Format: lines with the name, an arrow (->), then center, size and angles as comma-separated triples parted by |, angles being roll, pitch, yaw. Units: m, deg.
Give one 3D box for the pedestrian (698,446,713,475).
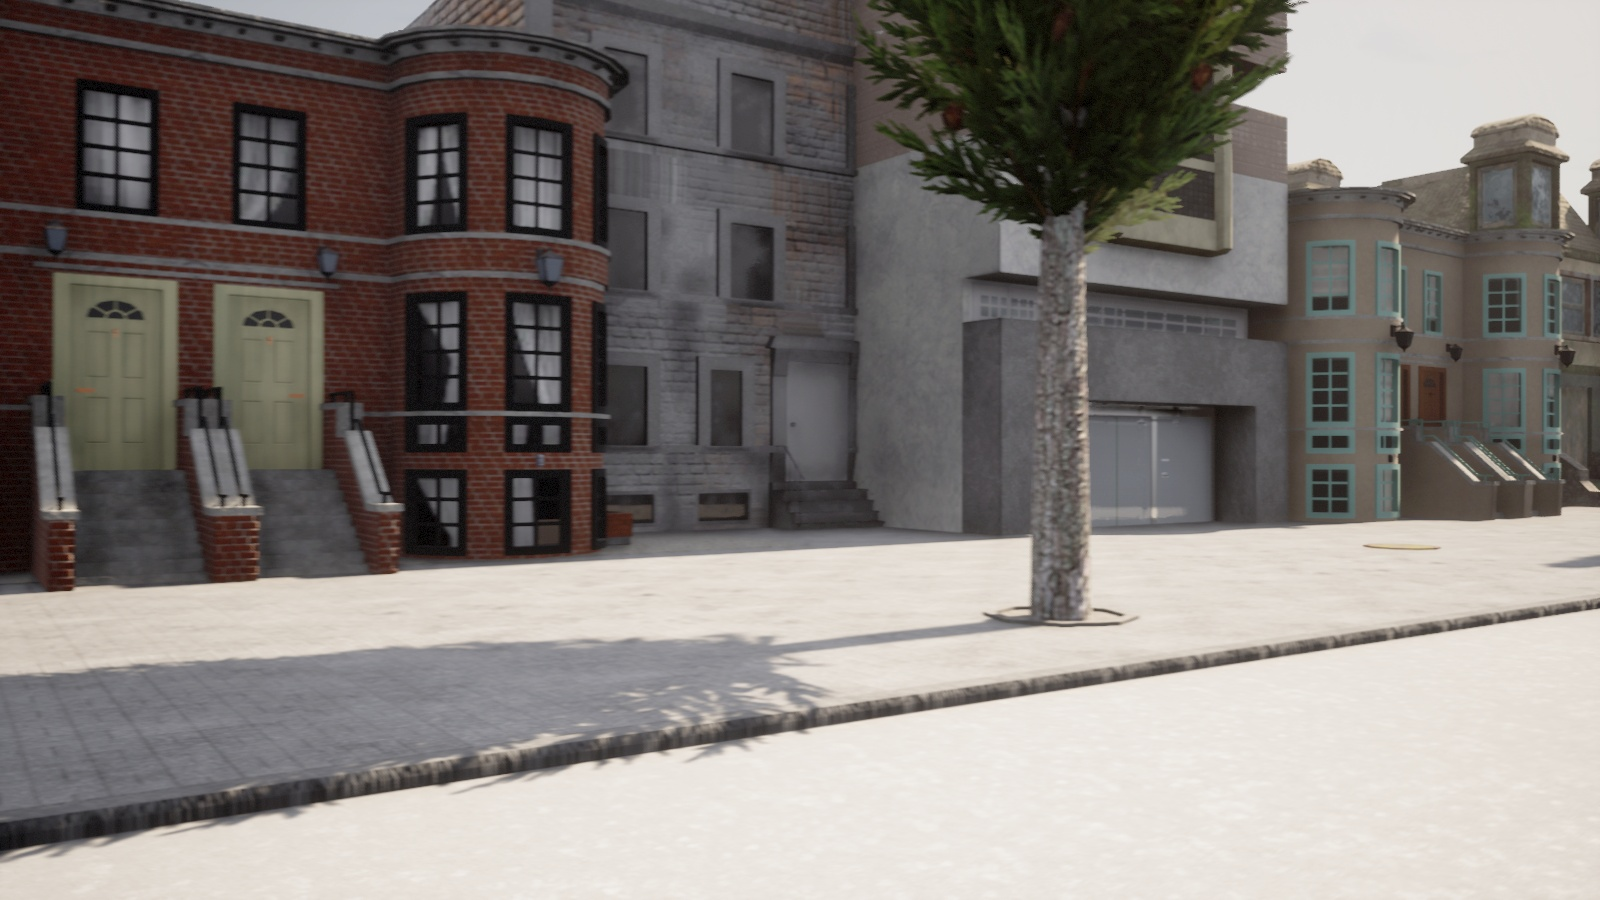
pedestrian -> -6.383, 0.676, 84.835 | 0.659, 1.952, 0.873 | 0, 0, -38
